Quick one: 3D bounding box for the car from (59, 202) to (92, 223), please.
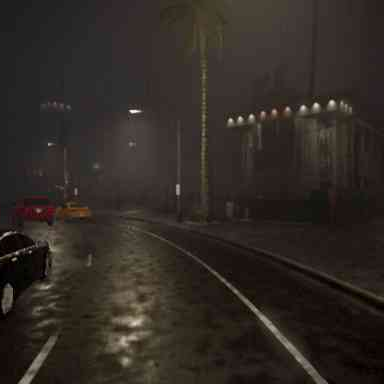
[{"bbox_3d":[-9.806,1.594,27.334,1.882,1.535,5.008,0,0,-35],"label":"car"}]

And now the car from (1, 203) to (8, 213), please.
[{"bbox_3d":[-19.971,1.708,37.637,4.674,1.442,1.812,0,0,42],"label":"car"}]

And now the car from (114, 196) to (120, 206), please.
[{"bbox_3d":[-13.059,1.468,56.109,4.553,1.767,2.185,0,0,40],"label":"car"}]

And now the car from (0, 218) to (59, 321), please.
[{"bbox_3d":[-4.435,1.540,7.162,1.837,1.490,4.892,0,-1,-10],"label":"car"}]

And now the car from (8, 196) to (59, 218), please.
[{"bbox_3d":[-11.462,1.332,23.778,2.150,2.045,5.566,0,0,-34],"label":"car"}]

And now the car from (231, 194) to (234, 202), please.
[{"bbox_3d":[7.096,1.557,53.905,4.674,1.452,2.002,0,0,40],"label":"car"}]
